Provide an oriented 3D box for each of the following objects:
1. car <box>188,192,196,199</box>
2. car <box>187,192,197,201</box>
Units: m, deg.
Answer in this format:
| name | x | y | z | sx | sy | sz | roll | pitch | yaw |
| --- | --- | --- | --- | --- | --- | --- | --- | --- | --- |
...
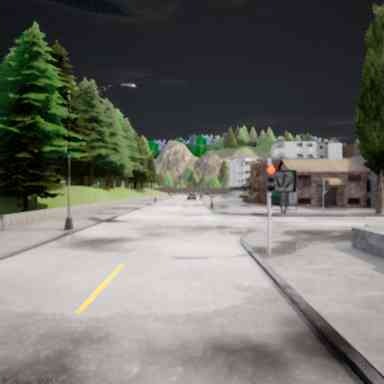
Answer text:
| name | x | y | z | sx | sy | sz | roll | pitch | yaw |
| --- | --- | --- | --- | --- | --- | --- | --- | --- | --- |
| car | -0.053 | 0.800 | 81.942 | 1.837 | 1.490 | 4.892 | 0 | 0 | 0 |
| car | -0.046 | 1.052 | 71.523 | 2.128 | 1.511 | 4.902 | 0 | 0 | 0 |
